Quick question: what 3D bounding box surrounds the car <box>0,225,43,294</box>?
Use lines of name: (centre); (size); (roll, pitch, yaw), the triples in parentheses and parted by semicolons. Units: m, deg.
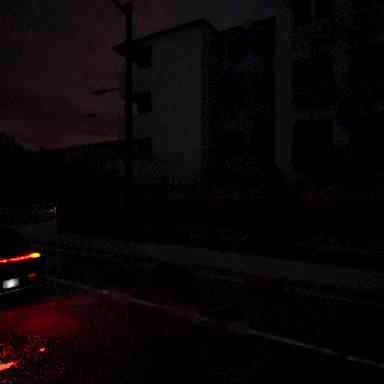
car: (-5.409, 1.484, 7.707); (4.892, 1.490, 1.837); (0, 0, 35)

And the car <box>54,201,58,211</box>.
car: (-10.446, 1.141, 30.938); (1.837, 1.490, 4.892); (0, 1, 29)
